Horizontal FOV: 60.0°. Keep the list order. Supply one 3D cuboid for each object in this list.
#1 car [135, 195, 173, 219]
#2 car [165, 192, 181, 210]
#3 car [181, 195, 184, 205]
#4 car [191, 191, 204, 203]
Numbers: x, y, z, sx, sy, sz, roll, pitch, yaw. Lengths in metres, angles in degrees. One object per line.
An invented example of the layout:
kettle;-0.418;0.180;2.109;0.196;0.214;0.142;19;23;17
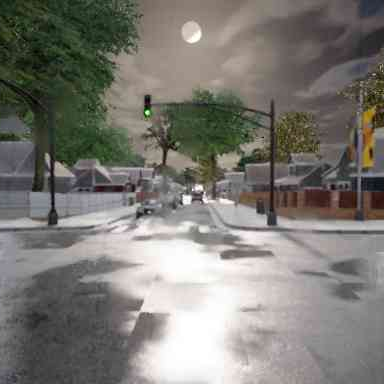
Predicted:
car;-2.772;1.134;23.903;1.994;1.385;4.181;0;0;2
car;-2.515;0.990;34.332;1.882;1.535;5.008;0;0;1
car;-2.265;0.822;44.137;2.097;1.767;4.553;0;0;2
car;0.781;0.946;53.483;1.837;1.490;4.892;0;0;1
